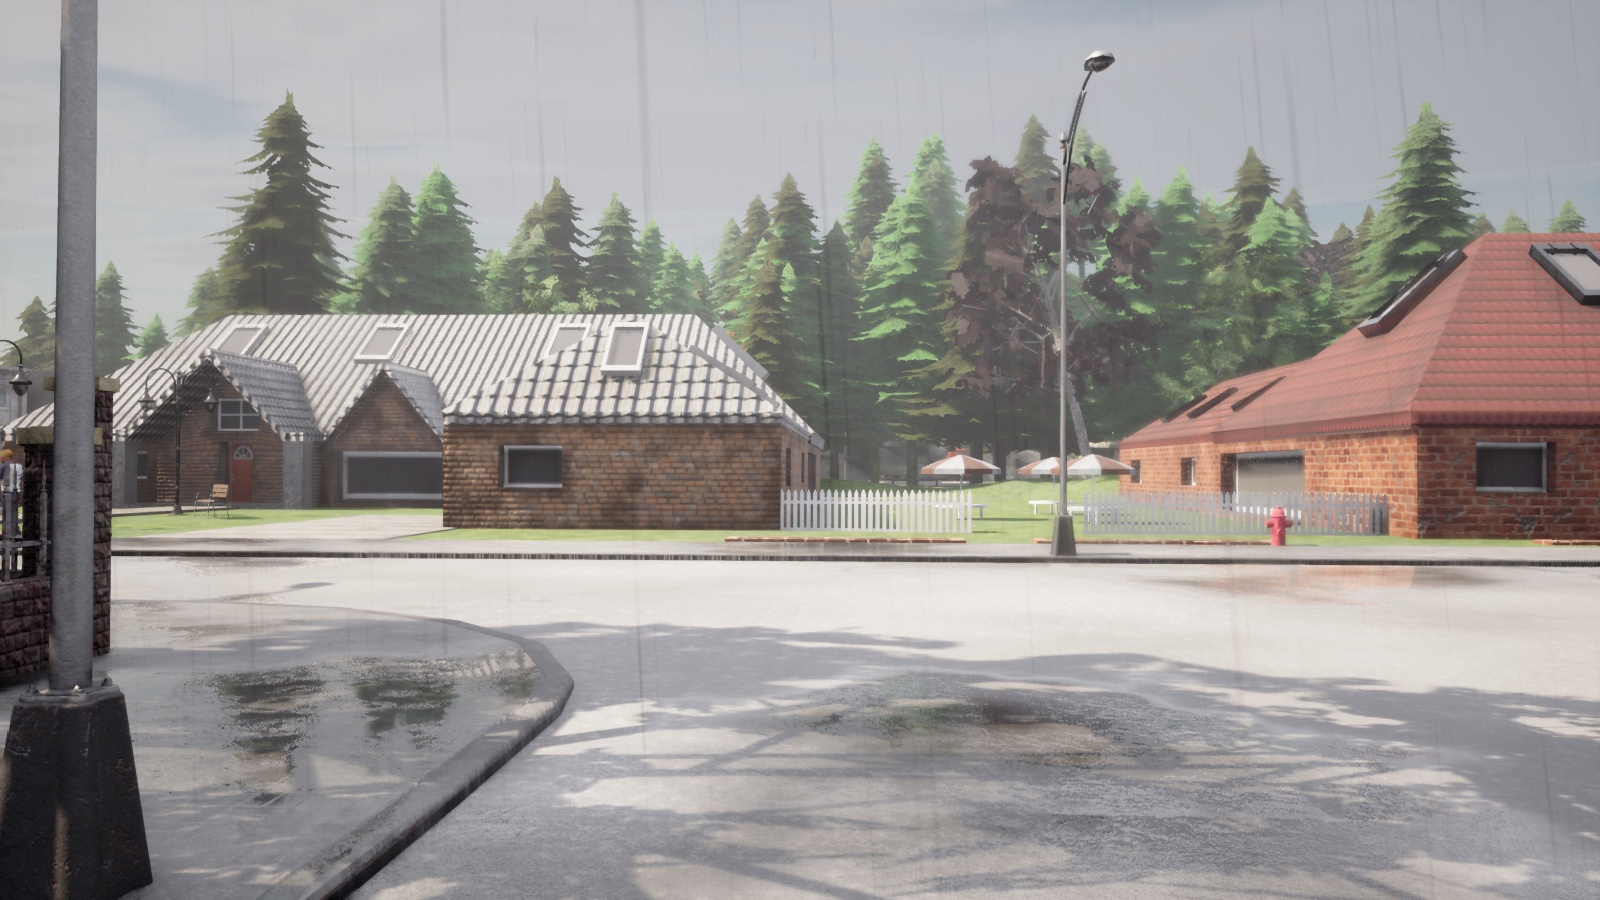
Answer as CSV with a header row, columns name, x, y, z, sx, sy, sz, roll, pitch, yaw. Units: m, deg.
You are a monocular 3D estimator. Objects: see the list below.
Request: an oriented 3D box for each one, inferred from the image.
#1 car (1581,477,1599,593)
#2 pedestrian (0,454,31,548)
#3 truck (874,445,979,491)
name,x,y,z,sx,sy,sz,roll,pitch,yaw
car,12.332,1.046,15.212,4.674,1.442,1.812,0,-1,-3
pedestrian,-15.700,1.004,24.886,0.706,1.836,0.354,0,-1,4
truck,9.743,1.428,97.552,7.936,3.462,2.891,0,-1,3
